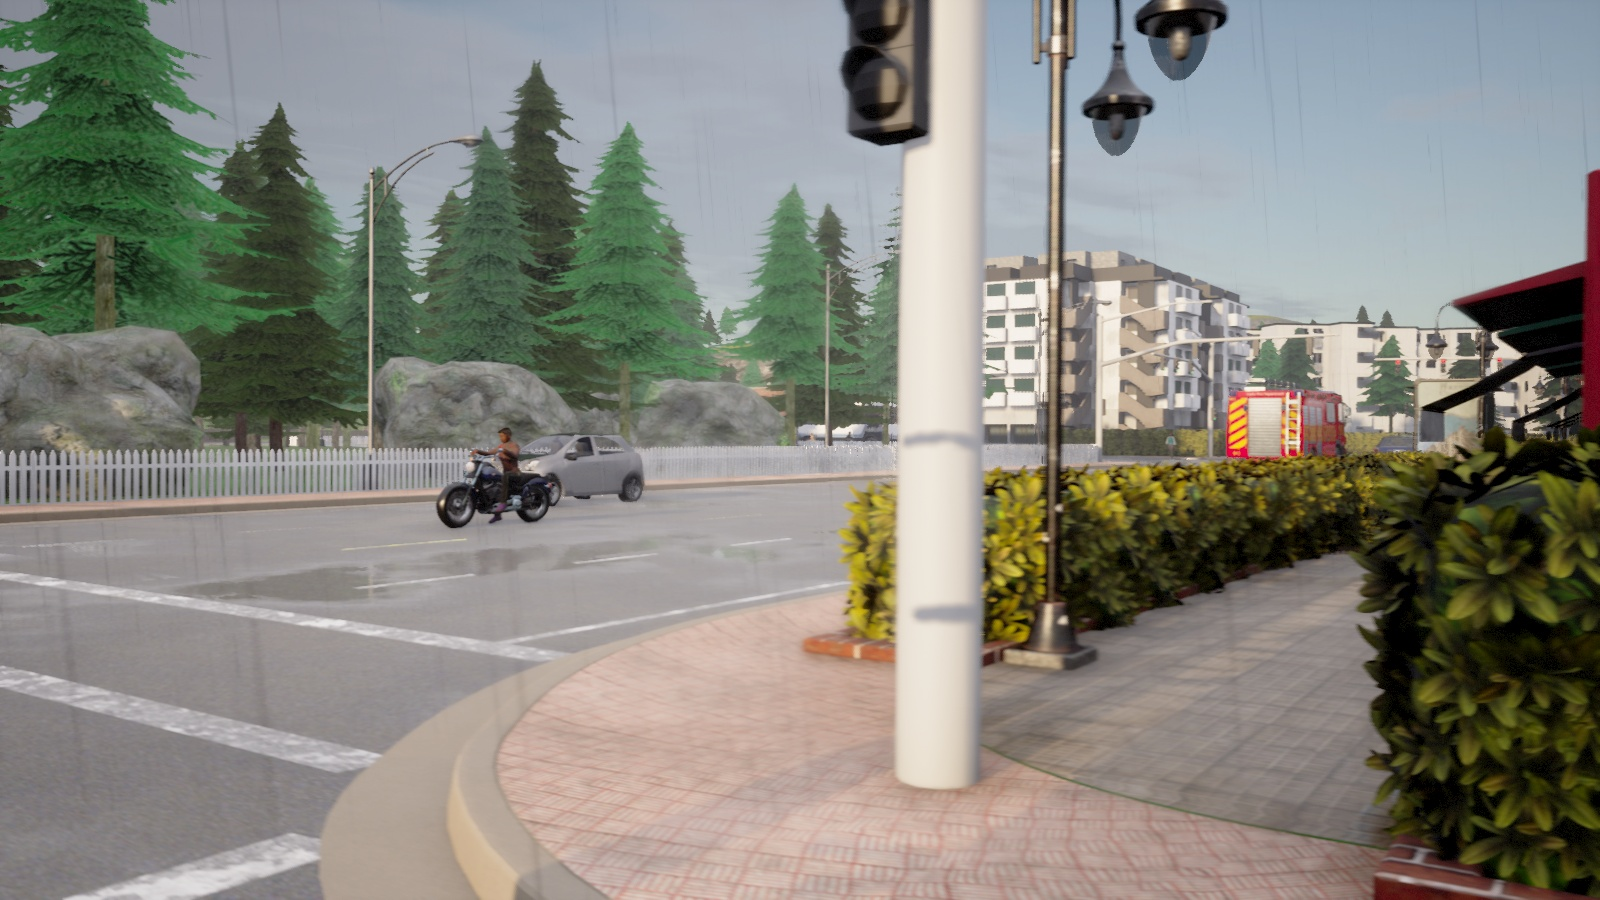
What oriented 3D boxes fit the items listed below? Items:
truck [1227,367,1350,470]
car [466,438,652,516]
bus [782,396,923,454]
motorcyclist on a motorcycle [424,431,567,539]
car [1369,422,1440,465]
[{"bbox_3d":[20.120,-1.244,51.361,2.891,3.827,8.468,0,1,34],"label":"truck"},{"bbox_3d":[-5.032,0.512,26.612,1.845,1.501,3.633,0,1,34],"label":"car"},{"bbox_3d":[3.928,-1.857,95.845,10.273,4.253,3.944,0,1,35],"label":"bus"},{"bbox_3d":[-4.929,0.525,20.511,0.766,1.649,2.350,0,1,34],"label":"motorcyclist on a motorcycle"},{"bbox_3d":[25.838,-0.308,53.571,2.097,1.767,4.553,0,1,34],"label":"car"}]
